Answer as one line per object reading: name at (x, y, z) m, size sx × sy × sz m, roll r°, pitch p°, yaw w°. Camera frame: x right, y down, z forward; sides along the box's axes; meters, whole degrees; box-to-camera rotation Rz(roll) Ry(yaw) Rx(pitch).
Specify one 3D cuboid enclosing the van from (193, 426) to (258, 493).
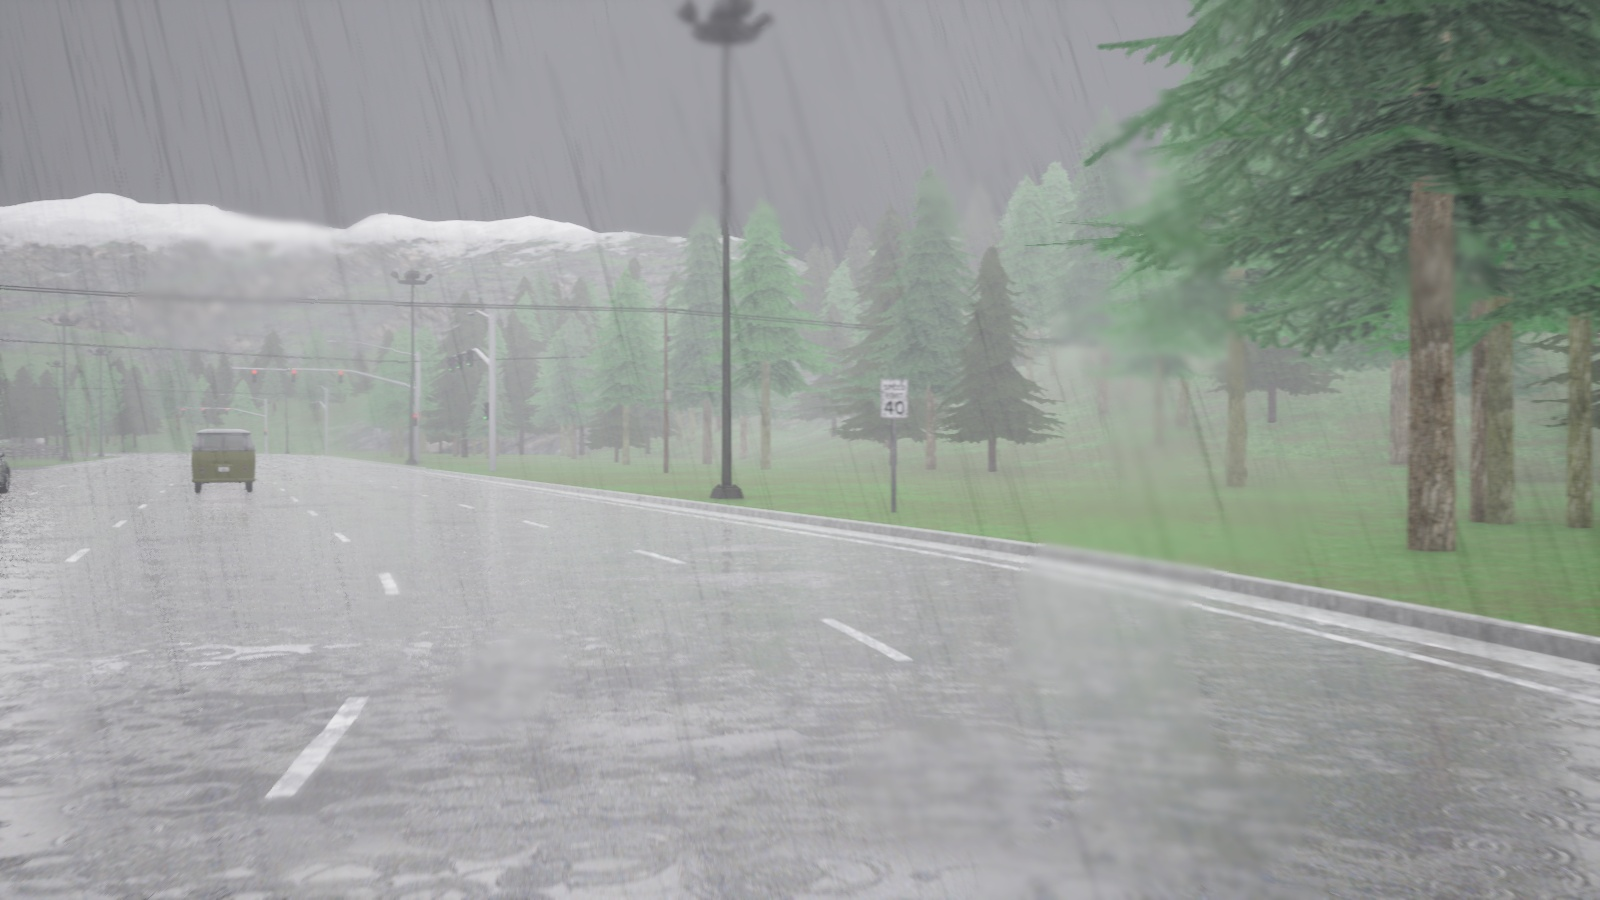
van at (-18.144, 0.282, 39.673) m, size 1.775 × 1.987 × 4.442 m, roll 0°, pitch 0°, yaw -24°

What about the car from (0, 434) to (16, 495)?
car at (-24.417, 0.407, 36.556) m, size 2.097 × 1.767 × 4.553 m, roll 0°, pitch 0°, yaw -24°
